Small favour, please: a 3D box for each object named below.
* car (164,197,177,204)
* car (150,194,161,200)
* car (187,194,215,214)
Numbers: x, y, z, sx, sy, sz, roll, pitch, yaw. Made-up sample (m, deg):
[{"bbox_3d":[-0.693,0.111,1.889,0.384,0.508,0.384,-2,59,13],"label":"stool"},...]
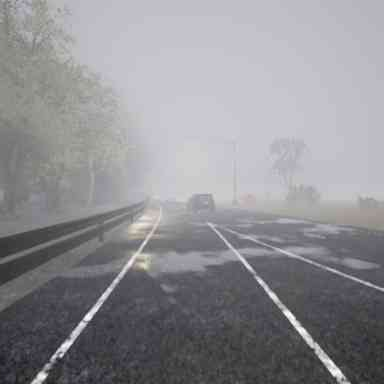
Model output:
[{"bbox_3d":[-4.044,1.580,61.849,1.895,1.301,4.718,0,0,-11],"label":"car"},{"bbox_3d":[-10.130,1.496,94.589,1.812,1.442,4.674,0,0,-11],"label":"car"},{"bbox_3d":[0.884,1.186,35.355,2.150,2.045,5.566,0,0,-11],"label":"car"}]
